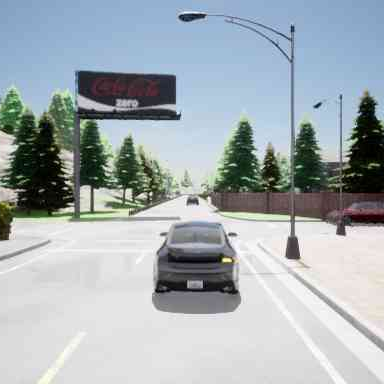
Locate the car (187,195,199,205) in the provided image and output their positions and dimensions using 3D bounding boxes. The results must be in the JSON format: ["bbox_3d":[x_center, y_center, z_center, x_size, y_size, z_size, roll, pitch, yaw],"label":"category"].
[{"bbox_3d":[0.120,1.367,59.454,2.097,1.767,4.553,0,0,0],"label":"car"}]

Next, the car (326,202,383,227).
[{"bbox_3d":[12.271,1.535,24.231,4.553,1.767,2.097,0,0,1],"label":"car"}]

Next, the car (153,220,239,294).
[{"bbox_3d":[0.150,1.508,8.772,1.837,1.490,4.892,0,0,2],"label":"car"}]
